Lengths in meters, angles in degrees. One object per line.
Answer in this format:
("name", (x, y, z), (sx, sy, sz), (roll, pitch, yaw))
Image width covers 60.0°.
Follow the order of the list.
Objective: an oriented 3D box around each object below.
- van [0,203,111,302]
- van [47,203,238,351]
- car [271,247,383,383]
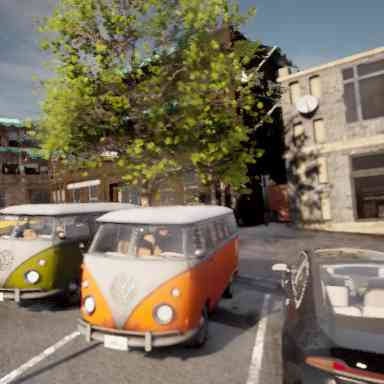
("van", (-2.761, 1.263, 7.905), (1.878, 1.987, 4.442), (1, -1, 16))
("van", (-0.303, 1.261, 6.137), (1.878, 1.987, 4.442), (1, -1, 16))
("car", (2.170, 1.488, 4.476), (2.231, 1.521, 4.892), (0, -1, 16))
